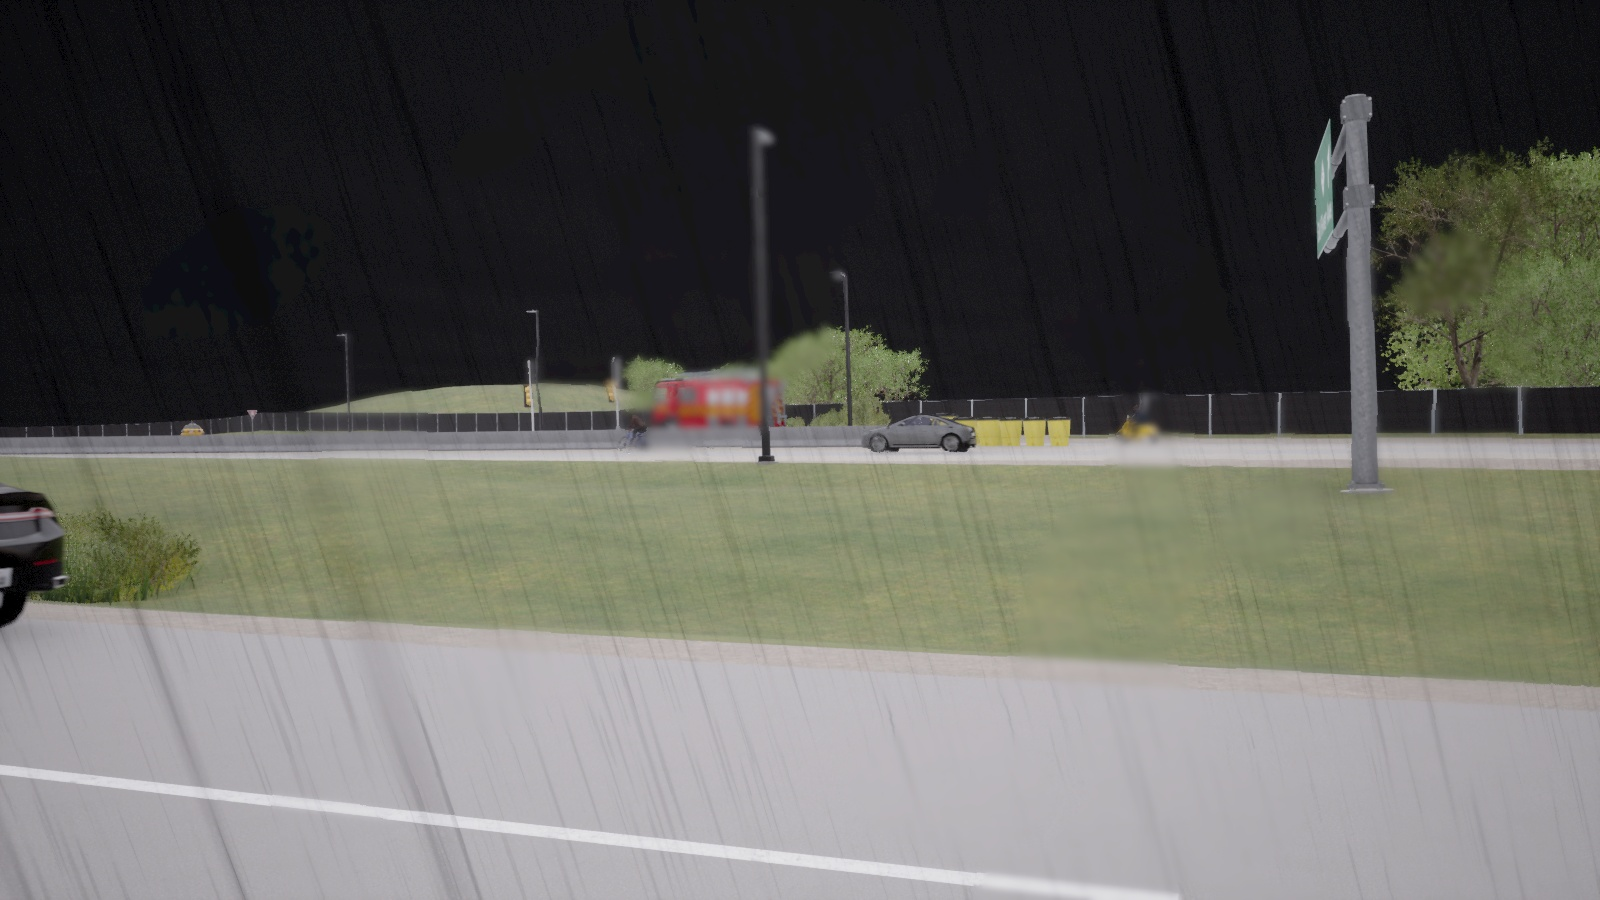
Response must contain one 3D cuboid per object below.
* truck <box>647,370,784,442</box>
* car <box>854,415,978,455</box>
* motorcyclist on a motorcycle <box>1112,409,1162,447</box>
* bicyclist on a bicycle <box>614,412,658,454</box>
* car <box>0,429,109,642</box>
[{"bbox_3d":[-4.900,-2.461,71.223,2.891,3.827,8.468,-2,2,-44],"label":"truck"},{"bbox_3d":[4.268,-0.546,46.015,4.181,1.385,1.994,0,1,19],"label":"car"},{"bbox_3d":[14.338,-0.919,53.446,1.817,1.590,0.866,1,2,39],"label":"motorcyclist on a motorcycle"},{"bbox_3d":[-6.500,-0.674,49.766,1.656,1.620,0.582,0,1,19],"label":"bicyclist on a bicycle"},{"bbox_3d":[-8.067,0.588,9.568,4.902,1.511,2.128,1,1,18],"label":"car"}]
